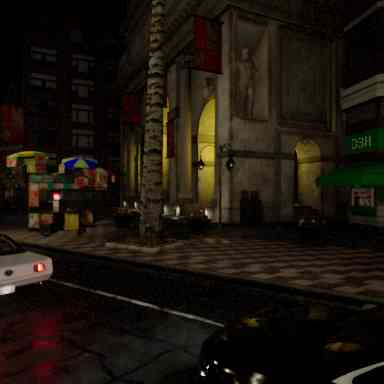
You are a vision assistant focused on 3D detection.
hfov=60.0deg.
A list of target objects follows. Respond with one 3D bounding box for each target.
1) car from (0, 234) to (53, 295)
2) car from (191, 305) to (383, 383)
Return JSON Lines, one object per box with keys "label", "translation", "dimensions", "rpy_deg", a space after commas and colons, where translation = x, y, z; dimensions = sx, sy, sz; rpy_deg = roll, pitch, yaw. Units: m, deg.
{"label": "car", "translation": [-5.366, 1.596, 7.682], "dimensions": [4.718, 1.301, 1.895], "rpy_deg": [0, 0, 35]}
{"label": "car", "translation": [2.233, 1.505, 2.236], "dimensions": [4.892, 1.490, 1.837], "rpy_deg": [0, 0, 36]}
